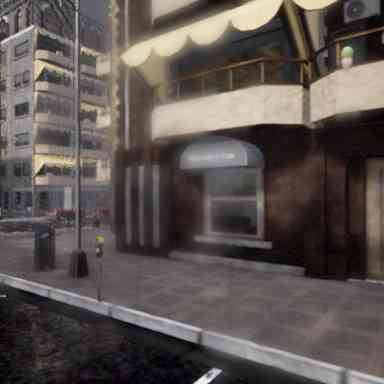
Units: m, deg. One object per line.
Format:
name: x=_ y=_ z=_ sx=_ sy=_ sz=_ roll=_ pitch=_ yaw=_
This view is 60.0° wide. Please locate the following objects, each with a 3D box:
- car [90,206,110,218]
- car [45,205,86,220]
car: x=-10.256 y=2.378 z=40.149 sx=1.802 sy=1.307 sz=4.206 roll=-1 pitch=-2 yaw=35
car: x=-13.499 y=2.135 z=35.497 sx=1.967 sy=1.590 sz=4.097 roll=-1 pitch=-2 yaw=35
